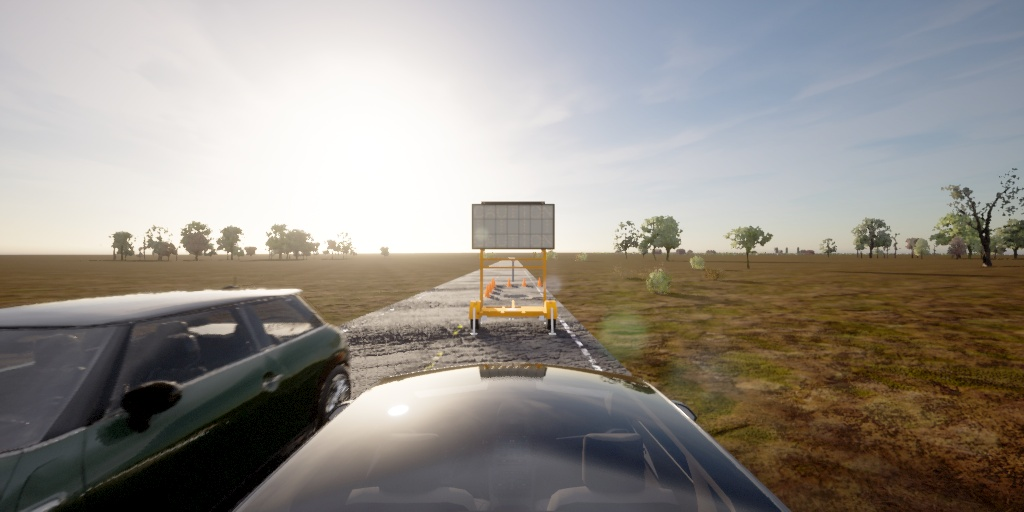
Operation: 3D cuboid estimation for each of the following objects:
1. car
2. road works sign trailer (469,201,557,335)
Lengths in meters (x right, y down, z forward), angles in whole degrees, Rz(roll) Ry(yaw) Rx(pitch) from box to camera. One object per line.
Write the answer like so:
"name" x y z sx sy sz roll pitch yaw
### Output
"car" -2.994 1.102 2.448 2.097 1.767 4.553 0 0 0
"road works sign trailer" 0.034 0.214 10.505 2.380 3.560 2.880 0 0 0
